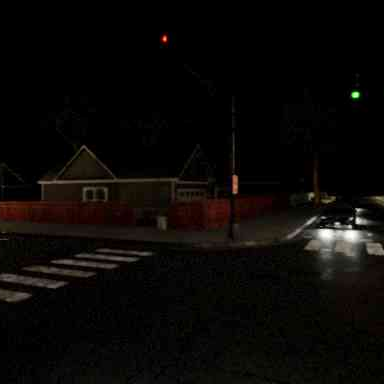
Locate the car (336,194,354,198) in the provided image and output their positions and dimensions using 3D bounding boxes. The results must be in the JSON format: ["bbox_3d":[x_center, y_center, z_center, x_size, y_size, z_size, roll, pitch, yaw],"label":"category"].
[{"bbox_3d":[13.375,1.124,29.313,2.128,1.511,4.902,0,1,26],"label":"car"}]

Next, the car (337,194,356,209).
[{"bbox_3d":[17.960,1.022,38.605,1.837,1.490,4.892,0,1,26],"label":"car"}]

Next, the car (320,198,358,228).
[{"bbox_3d":[9.018,1.292,20.355,2.033,1.411,5.357,0,1,26],"label":"car"}]
